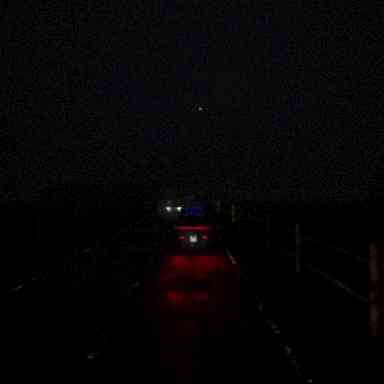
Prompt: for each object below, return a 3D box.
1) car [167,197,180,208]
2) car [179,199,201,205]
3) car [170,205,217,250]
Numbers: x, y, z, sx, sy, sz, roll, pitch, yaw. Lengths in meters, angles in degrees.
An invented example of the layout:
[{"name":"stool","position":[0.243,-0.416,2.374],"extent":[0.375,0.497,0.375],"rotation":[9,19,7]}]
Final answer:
[{"name":"car","position":[-2.845,1.549,53.477],"extent":[2.097,1.767,4.553],"rotation":[0,0,0]},{"name":"car","position":[0.063,1.600,31.200],"extent":[1.882,1.535,5.008],"rotation":[0,0,0]},{"name":"car","position":[0.064,1.552,14.683],"extent":[2.128,1.511,4.902],"rotation":[0,0,0]}]
